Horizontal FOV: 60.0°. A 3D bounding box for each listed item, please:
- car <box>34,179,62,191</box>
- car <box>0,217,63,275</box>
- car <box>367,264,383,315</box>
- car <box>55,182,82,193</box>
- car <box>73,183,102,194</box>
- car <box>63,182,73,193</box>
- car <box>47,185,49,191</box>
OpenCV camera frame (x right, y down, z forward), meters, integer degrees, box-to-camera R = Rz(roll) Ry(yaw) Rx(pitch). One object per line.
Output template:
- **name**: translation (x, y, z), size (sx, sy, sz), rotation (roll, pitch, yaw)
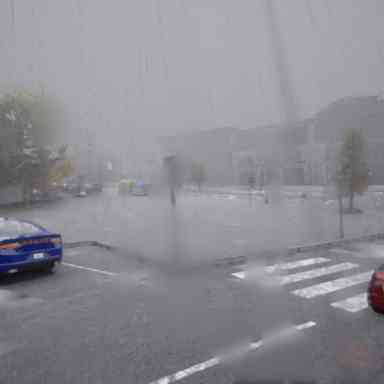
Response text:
- **car**: translation (-25.926, -1.258, 60.203), size (2.185, 1.767, 4.553), rotation (0, 6, 15)
- **car**: translation (-5.879, 1.498, 9.866), size (5.008, 1.535, 2.097), rotation (-1, -1, 36)
- **car**: translation (5.153, 1.560, 6.292), size (4.181, 1.385, 1.994), rotation (0, 0, -36)
- **car**: translation (-21.057, -0.850, 56.902), size (2.002, 1.452, 4.674), rotation (0, 6, 16)
- **car**: translation (-16.261, -0.597, 53.433), size (2.163, 1.488, 4.792), rotation (1, 6, 17)
- **car**: translation (-18.641, -0.762, 55.197), size (2.231, 1.521, 4.892), rotation (1, 6, 16)
- **car**: translation (-23.473, -1.016, 58.587), size (2.097, 1.535, 5.008), rotation (1, 6, 15)
